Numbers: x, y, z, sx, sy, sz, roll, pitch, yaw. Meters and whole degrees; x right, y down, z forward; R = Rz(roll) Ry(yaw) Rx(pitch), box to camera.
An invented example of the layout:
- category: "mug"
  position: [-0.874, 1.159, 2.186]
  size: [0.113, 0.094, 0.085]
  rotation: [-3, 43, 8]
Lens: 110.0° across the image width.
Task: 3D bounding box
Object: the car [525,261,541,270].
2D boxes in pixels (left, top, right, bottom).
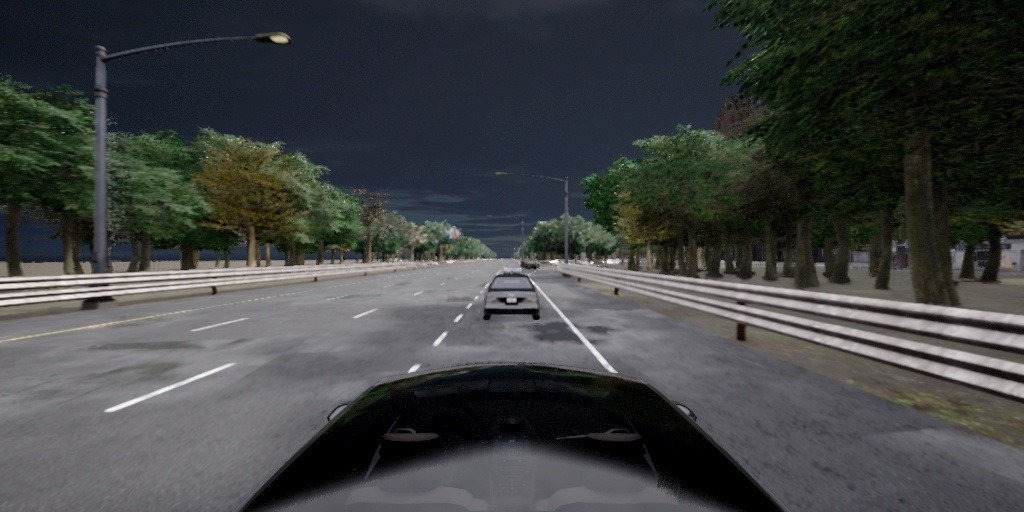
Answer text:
- category: "car"
  position: [3.429, 1.513, 58.652]
  size: [1.882, 1.535, 5.008]
  rotation: [-1, 0, 16]

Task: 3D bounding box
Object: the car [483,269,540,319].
- category: "car"
  position: [-0.013, 1.355, 13.020]
  size: [2.033, 1.411, 5.357]
  rotation: [0, 0, 0]

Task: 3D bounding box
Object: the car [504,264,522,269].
- category: "car"
  position: [0.165, 1.545, 40.066]
  size: [1.895, 1.301, 4.718]
  rotation: [0, 0, 4]
